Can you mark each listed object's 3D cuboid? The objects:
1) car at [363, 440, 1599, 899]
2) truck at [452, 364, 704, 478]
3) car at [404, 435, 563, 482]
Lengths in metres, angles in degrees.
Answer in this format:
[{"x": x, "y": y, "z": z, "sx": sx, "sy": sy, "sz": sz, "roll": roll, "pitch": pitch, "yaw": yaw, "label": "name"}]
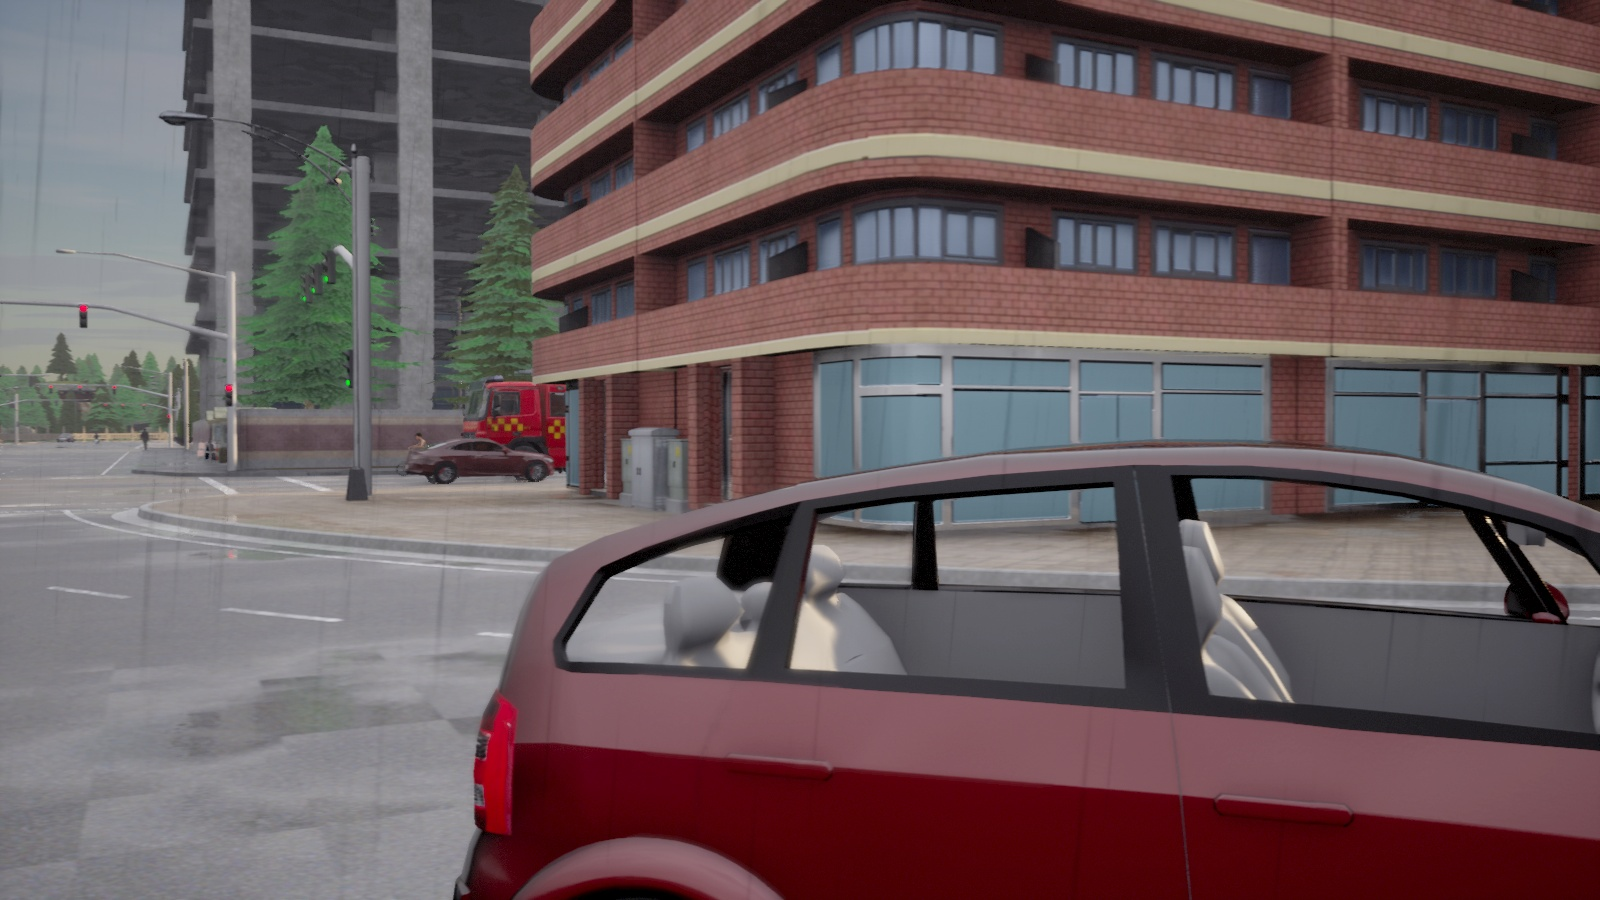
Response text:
[{"x": 1.155, "y": 0.767, "z": 2.807, "sx": 3.705, "sy": 1.549, "sz": 1.789, "roll": 0, "pitch": 1, "yaw": 19, "label": "car"}, {"x": -7.967, "y": -1.006, "z": 45.333, "sx": 8.468, "sy": 3.827, "sz": 2.891, "roll": 0, "pitch": 1, "yaw": -27, "label": "truck"}, {"x": -10.149, "y": 0.252, "z": 40.312, "sx": 4.674, "sy": 1.442, "sz": 1.812, "roll": 0, "pitch": 1, "yaw": -27, "label": "car"}]
